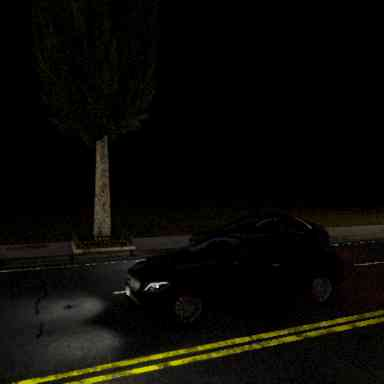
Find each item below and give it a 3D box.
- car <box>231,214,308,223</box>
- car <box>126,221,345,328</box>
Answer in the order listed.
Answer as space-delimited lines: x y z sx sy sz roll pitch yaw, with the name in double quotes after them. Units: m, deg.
2.243 1.504 10.916 4.892 1.490 1.837 0 0 -23 "car"
1.006 1.525 6.881 4.674 1.442 1.812 0 0 -23 "car"
